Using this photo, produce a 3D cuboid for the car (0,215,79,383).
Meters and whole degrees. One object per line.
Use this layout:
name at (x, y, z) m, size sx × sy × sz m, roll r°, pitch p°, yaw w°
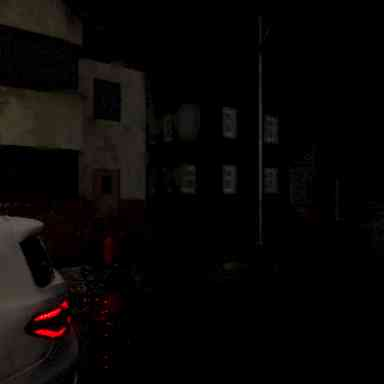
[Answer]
car at (-3.609, 1.225, 2.030) m, size 5.566 × 2.045 × 2.150 m, roll 0°, pitch 0°, yaw -35°
